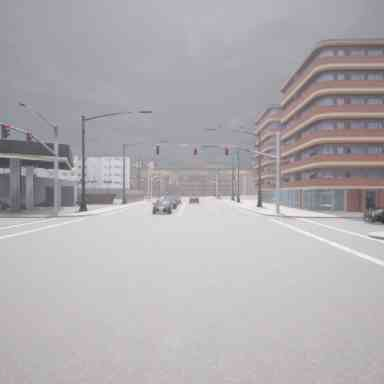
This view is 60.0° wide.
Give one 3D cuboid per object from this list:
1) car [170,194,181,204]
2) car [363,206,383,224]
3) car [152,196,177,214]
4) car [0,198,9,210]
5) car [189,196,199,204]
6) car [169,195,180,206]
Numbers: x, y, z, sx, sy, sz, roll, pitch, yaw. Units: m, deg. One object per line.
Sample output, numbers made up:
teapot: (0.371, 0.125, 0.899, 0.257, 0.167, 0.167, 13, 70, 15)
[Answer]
car: (-3.198, 1.352, 65.091, 2.097, 1.767, 4.553, 0, 0, 0)
car: (14.727, 1.352, 23.648, 4.553, 1.767, 2.097, 0, 0, 1)
car: (-3.070, 1.492, 35.201, 2.128, 1.511, 4.902, 0, 0, 0)
car: (-23.937, 1.456, 39.397, 3.806, 1.475, 1.970, 0, 0, 1)
car: (0.442, 1.526, 65.794, 1.812, 1.442, 4.674, 0, 0, 0)
car: (-3.126, 1.352, 44.919, 2.097, 1.767, 4.553, 0, 0, 0)
